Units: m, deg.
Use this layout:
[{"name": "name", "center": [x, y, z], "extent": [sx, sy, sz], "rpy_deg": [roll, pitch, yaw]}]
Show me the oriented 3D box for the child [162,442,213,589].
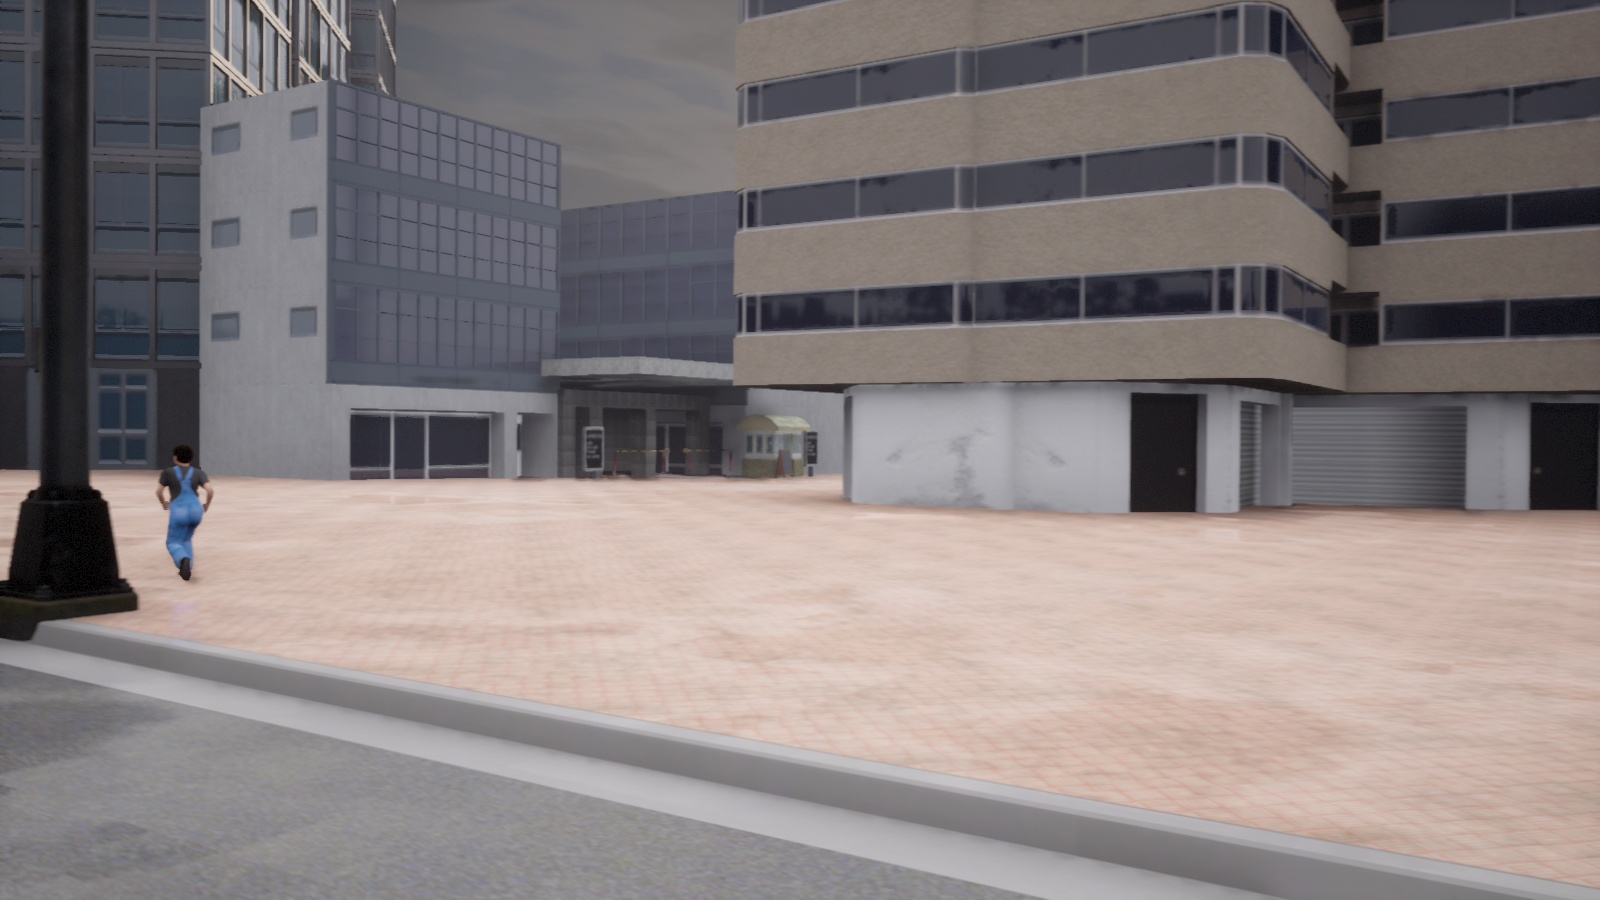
[{"name": "child", "center": [-5.401, 0.567, 11.070], "extent": [0.270, 1.263, 0.437], "rpy_deg": [-1, 1, -44]}]
